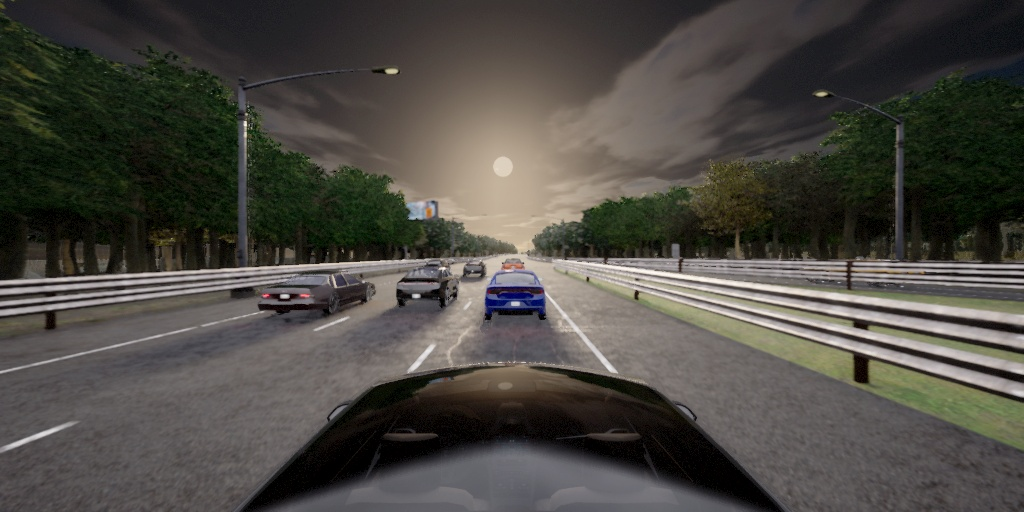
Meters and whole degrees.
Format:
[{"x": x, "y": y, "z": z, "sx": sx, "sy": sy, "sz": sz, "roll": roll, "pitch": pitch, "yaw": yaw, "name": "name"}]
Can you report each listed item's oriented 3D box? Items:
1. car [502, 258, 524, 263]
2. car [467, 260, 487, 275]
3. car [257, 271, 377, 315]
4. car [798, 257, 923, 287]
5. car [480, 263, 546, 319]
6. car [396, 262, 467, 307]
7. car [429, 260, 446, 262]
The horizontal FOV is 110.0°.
[{"x": 0.100, "y": 0.978, "z": 33.152, "sx": 2.097, "sy": 1.767, "sz": 4.553, "roll": 0, "pitch": 0, "yaw": 0, "name": "car"}, {"x": -3.400, "y": 1.118, "z": 33.370, "sx": 2.128, "sy": 1.511, "sz": 4.902, "roll": 0, "pitch": 0, "yaw": 0, "name": "car"}, {"x": -6.901, "y": 1.262, "z": 13.395, "sx": 2.033, "sy": 1.411, "sz": 5.357, "roll": 0, "pitch": 0, "yaw": 0, "name": "car"}, {"x": 19.127, "y": 0.839, "z": 20.105, "sx": 1.801, "sy": 1.575, "sz": 5.366, "roll": 1, "pitch": 0, "yaw": -18, "name": "car"}, {"x": 0.100, "y": 1.194, "z": 12.676, "sx": 1.882, "sy": 1.535, "sz": 5.008, "roll": 0, "pitch": 0, "yaw": 0, "name": "car"}, {"x": -3.400, "y": 1.196, "z": 15.165, "sx": 2.128, "sy": 1.511, "sz": 4.902, "roll": 0, "pitch": 0, "yaw": 0, "name": "car"}, {"x": -6.899, "y": 1.131, "z": 33.417, "sx": 1.837, "sy": 1.490, "sz": 4.892, "roll": 0, "pitch": 0, "yaw": 0, "name": "car"}]
